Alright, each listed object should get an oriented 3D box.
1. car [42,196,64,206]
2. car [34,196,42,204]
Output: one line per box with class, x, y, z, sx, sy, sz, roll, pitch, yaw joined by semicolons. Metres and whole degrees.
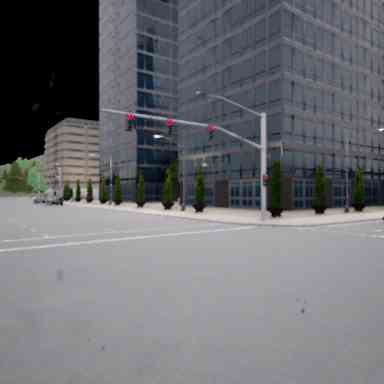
car;-21.599;1.459;52.274;1.837;1.490;4.892;0;0;-35
car;-27.577;1.502;60.779;2.033;1.411;5.357;0;0;-33
